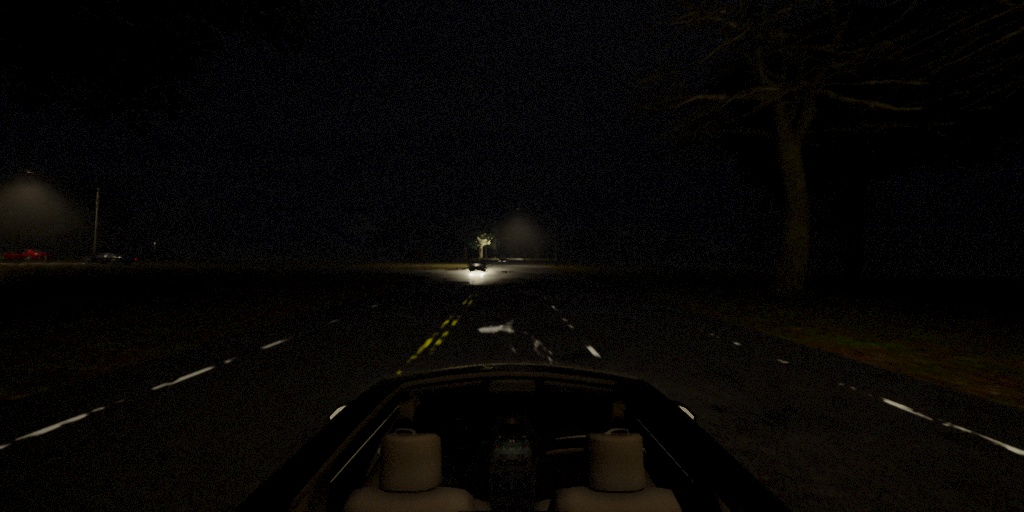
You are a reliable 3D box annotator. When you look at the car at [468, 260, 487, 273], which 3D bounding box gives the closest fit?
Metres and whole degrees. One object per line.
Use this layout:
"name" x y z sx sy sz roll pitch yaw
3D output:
"car" -3.961 1.206 42.027 2.033 1.411 5.357 1 -1 -1
